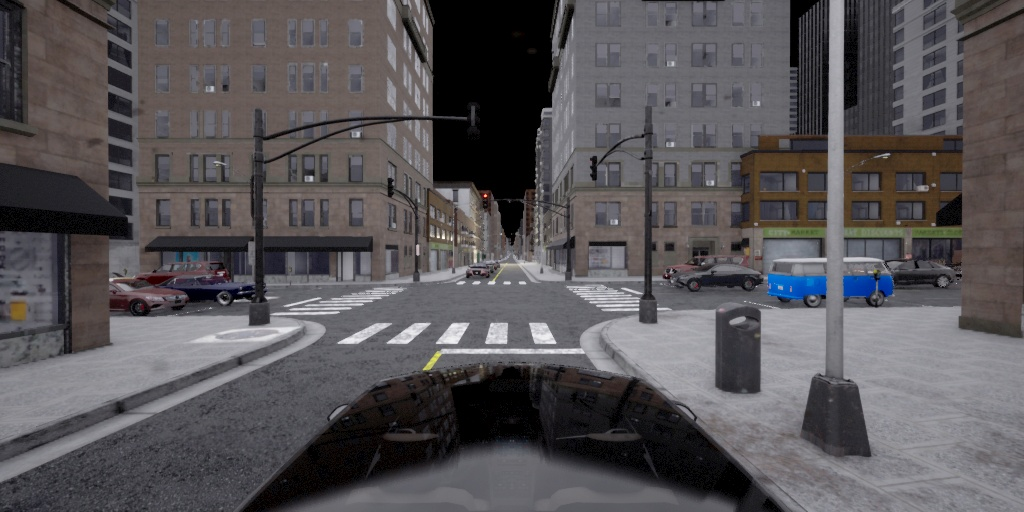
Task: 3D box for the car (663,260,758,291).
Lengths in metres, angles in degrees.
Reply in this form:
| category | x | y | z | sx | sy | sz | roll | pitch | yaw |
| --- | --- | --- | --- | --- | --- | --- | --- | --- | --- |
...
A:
| category | x | y | z | sx | sy | sz | roll | pitch | yaw |
| --- | --- | --- | --- | --- | --- | --- | --- | --- | --- |
| car | 11.103 | 1.113 | 19.603 | 4.674 | 1.442 | 1.812 | -1 | 0 | 1 |

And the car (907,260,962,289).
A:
| category | x | y | z | sx | sy | sz | roll | pitch | yaw |
| --- | --- | --- | --- | --- | --- | --- | --- | --- | --- |
| car | 21.099 | 0.970 | 19.609 | 4.892 | 1.490 | 1.837 | -1 | 0 | 0 |

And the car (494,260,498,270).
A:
| category | x | y | z | sx | sy | sz | roll | pitch | yaw |
| --- | --- | --- | --- | --- | --- | --- | --- | --- | --- |
| car | -3.089 | 1.253 | 42.591 | 2.128 | 1.511 | 4.902 | 0 | 0 | 0 |

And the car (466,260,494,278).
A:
| category | x | y | z | sx | sy | sz | roll | pitch | yaw |
| --- | --- | --- | --- | --- | --- | --- | --- | --- | --- |
| car | -3.083 | 1.318 | 33.606 | 1.994 | 1.385 | 4.181 | 0 | 0 | 1 |

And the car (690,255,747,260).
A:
| category | x | y | z | sx | sy | sz | roll | pitch | yaw |
| --- | --- | --- | --- | --- | --- | --- | --- | --- | --- |
| car | 12.098 | 0.871 | 22.255 | 5.009 | 1.841 | 2.192 | 0 | 0 | 0 |

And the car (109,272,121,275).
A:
| category | x | y | z | sx | sy | sz | roll | pitch | yaw |
| --- | --- | --- | --- | --- | --- | --- | --- | --- | --- |
| car | -26.017 | 1.550 | 22.165 | 4.829 | 1.417 | 1.751 | 0 | 0 | 0 |

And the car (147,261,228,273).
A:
| category | x | y | z | sx | sy | sz | roll | pitch | yaw |
| --- | --- | --- | --- | --- | --- | --- | --- | --- | --- |
| car | -20.343 | 1.270 | 22.178 | 5.009 | 1.841 | 2.192 | 0 | 0 | 0 |

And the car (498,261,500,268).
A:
| category | x | y | z | sx | sy | sz | roll | pitch | yaw |
| --- | --- | --- | --- | --- | --- | --- | --- | --- | --- |
| car | -3.077 | 1.299 | 51.724 | 1.812 | 1.442 | 4.674 | 0 | 0 | 0 |

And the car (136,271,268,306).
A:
| category | x | y | z | sx | sy | sz | roll | pitch | yaw |
| --- | --- | --- | --- | --- | --- | --- | --- | --- | --- |
| car | -13.953 | 1.517 | 16.330 | 4.718 | 1.301 | 1.895 | -1 | 0 | 0 |

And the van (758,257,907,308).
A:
| category | x | y | z | sx | sy | sz | roll | pitch | yaw |
| --- | --- | --- | --- | --- | --- | --- | --- | --- | --- |
| van | 12.119 | 0.957 | 13.729 | 3.998 | 1.789 | 1.690 | 0 | 0 | 0 |

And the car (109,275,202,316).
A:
| category | x | y | z | sx | sy | sz | roll | pitch | yaw |
| --- | --- | --- | --- | --- | --- | --- | --- | --- | --- |
| car | -14.817 | 1.527 | 13.666 | 4.207 | 1.307 | 1.802 | 0 | 0 | 0 |
